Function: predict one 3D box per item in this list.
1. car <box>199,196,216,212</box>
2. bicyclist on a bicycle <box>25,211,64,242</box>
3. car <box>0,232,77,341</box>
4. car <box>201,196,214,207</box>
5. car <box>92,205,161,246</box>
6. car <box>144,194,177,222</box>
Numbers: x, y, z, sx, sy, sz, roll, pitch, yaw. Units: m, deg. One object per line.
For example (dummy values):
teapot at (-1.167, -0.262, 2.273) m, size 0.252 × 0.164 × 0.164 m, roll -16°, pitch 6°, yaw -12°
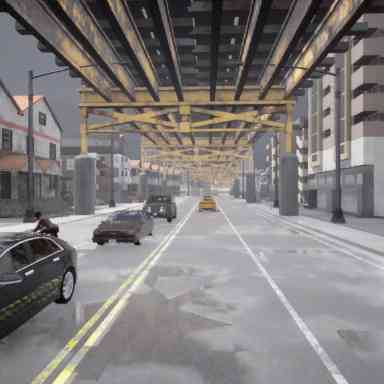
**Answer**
car at (1.772, 1.391, 38.194) m, size 1.882 × 1.535 × 5.008 m, roll 0°, pitch 0°, yaw 3°
bicyclist on a bicycle at (-4.825, 1.455, 10.822) m, size 1.656 × 1.620 × 0.582 m, roll -2°, pitch 0°, yaw 3°
car at (-3.473, 1.505, 5.412) m, size 1.837 × 1.490 × 4.892 m, roll 0°, pitch 0°, yaw 2°
car at (2.237, 1.316, 48.590) m, size 1.837 × 1.490 × 4.892 m, roll 0°, pitch 1°, yaw 3°
car at (-2.976, 1.547, 15.713) m, size 2.033 × 1.411 × 5.357 m, roll 0°, pitch 0°, yaw 3°
car at (-2.464, 1.204, 26.228) m, size 2.150 × 2.045 × 5.566 m, roll 0°, pitch 0°, yaw 3°
